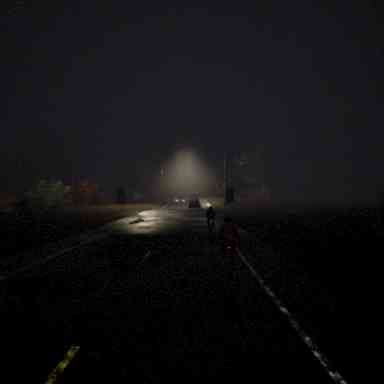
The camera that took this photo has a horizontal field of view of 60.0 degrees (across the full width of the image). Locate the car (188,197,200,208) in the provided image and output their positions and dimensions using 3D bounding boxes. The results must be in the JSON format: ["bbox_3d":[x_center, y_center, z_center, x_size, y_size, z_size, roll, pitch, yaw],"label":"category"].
[{"bbox_3d":[0.396,1.974,55.786,1.994,1.385,4.181,0,0,0],"label":"car"}]

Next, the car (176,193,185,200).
[{"bbox_3d":[-3.045,1.179,87.262,2.097,1.767,4.553,0,1,0],"label":"car"}]

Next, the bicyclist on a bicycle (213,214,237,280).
[{"bbox_3d":[1.018,1.535,9.358,0.582,1.620,1.656,0,-1,0],"label":"bicyclist on a bicycle"}]

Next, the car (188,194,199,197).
[{"bbox_3d":[0.380,1.366,72.604,2.150,2.045,5.566,0,1,0],"label":"car"}]

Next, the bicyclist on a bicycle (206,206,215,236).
[{"bbox_3d":[1.067,1.621,18.898,0.582,1.620,1.656,0,-1,0],"label":"bicyclist on a bicycle"}]
